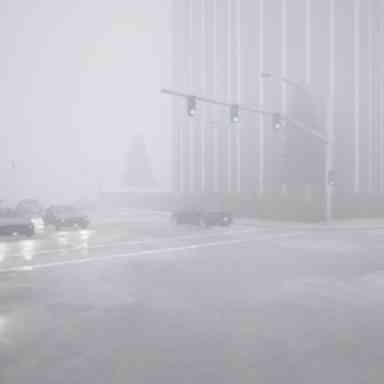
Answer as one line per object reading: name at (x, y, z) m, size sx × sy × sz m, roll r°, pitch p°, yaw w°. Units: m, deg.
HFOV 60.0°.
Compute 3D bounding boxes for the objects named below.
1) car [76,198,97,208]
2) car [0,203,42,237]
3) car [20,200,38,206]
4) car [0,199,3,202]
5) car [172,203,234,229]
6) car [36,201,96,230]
car at (-13.234, 1.459, 40.689) m, size 1.882 × 1.535 × 5.008 m, roll 0°, pitch 0°, yaw -36°
car at (-9.806, 1.563, 17.705) m, size 2.033 × 1.411 × 5.357 m, roll 0°, pitch 0°, yaw -36°
car at (-15.254, 1.482, 31.357) m, size 2.128 × 1.511 × 4.902 m, roll 0°, pitch 1°, yaw -35°
car at (-18.386, 1.224, 29.720) m, size 2.150 × 2.045 × 5.566 m, roll 0°, pitch 1°, yaw -35°
car at (0.539, 1.463, 21.467) m, size 1.882 × 1.535 × 5.008 m, roll 0°, pitch 0°, yaw -36°
car at (-8.386, 1.549, 21.735) m, size 2.033 × 1.411 × 5.357 m, roll 0°, pitch 0°, yaw -36°
